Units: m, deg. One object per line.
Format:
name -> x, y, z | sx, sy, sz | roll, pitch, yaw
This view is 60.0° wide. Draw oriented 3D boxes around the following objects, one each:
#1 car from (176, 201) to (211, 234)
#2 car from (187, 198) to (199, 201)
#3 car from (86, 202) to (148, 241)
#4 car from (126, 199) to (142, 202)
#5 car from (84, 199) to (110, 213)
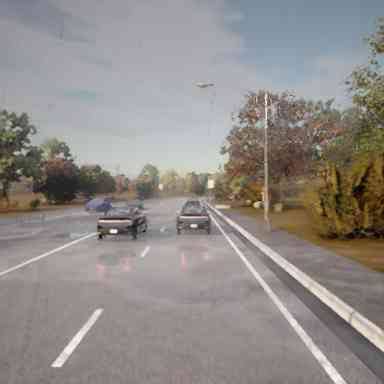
car -> 0.093, 1.495, 19.165 | 2.128, 1.511, 4.902 | 0, 0, 0
car -> 0.089, 1.511, 41.259 | 1.837, 1.490, 4.892 | 0, 0, 0
car -> -3.404, 1.494, 16.865 | 2.128, 1.511, 4.902 | 0, 0, 0
car -> -7.099, 1.570, 41.085 | 1.994, 1.385, 4.181 | 0, 0, 0
car -> -10.603, 1.483, 37.603 | 1.882, 1.535, 5.008 | 0, 0, 0
